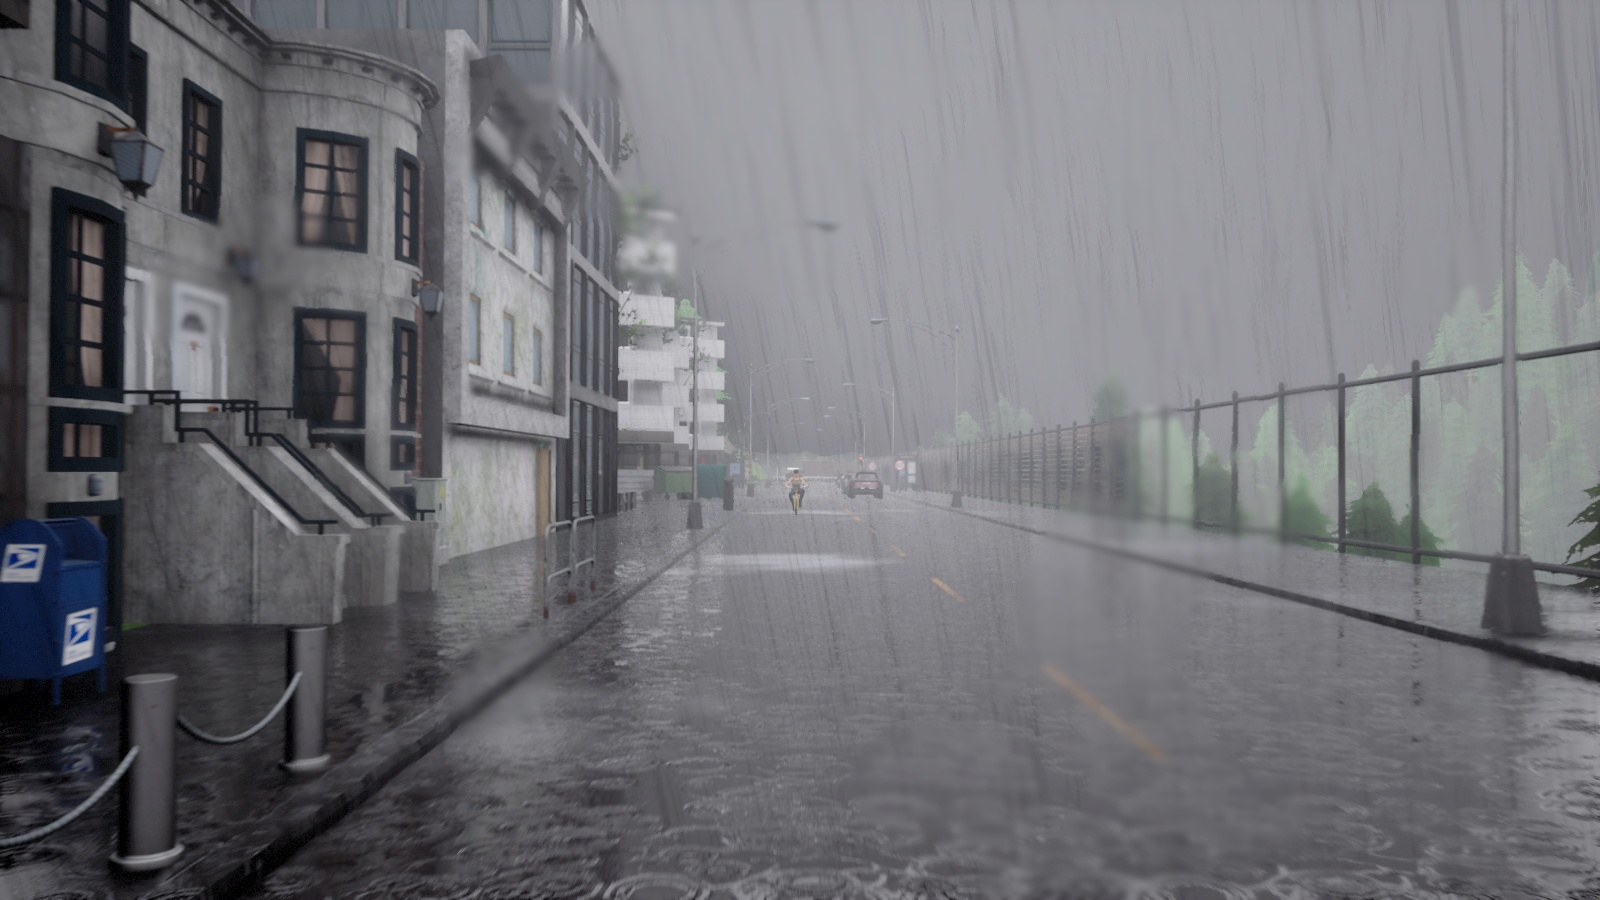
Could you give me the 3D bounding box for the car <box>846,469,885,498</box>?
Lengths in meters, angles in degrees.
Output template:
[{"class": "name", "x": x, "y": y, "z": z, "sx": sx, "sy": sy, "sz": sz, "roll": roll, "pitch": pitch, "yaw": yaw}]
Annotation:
[{"class": "car", "x": 3.810, "y": 1.966, "z": 73.868, "sx": 2.033, "sy": 1.649, "sz": 4.856, "roll": 0, "pitch": -1, "yaw": 0}]
